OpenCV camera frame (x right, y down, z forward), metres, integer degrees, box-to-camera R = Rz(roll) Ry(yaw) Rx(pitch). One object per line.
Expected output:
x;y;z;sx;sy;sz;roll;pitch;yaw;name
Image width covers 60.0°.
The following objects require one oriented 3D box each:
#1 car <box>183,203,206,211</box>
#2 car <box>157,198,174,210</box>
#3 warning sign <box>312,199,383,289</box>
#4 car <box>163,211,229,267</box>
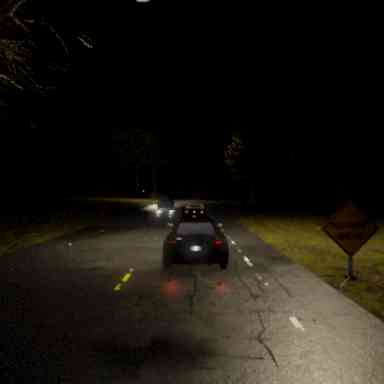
0.196;1.583;27.913;1.895;1.301;4.718;0;0;0;car
-3.414;1.469;43.221;1.882;1.535;5.008;0;0;0;car
3.566;1.101;7.511;1.300;1.860;1.060;-1;-1;0;warning sign
0.121;1.547;11.298;1.994;1.385;4.181;0;0;0;car
